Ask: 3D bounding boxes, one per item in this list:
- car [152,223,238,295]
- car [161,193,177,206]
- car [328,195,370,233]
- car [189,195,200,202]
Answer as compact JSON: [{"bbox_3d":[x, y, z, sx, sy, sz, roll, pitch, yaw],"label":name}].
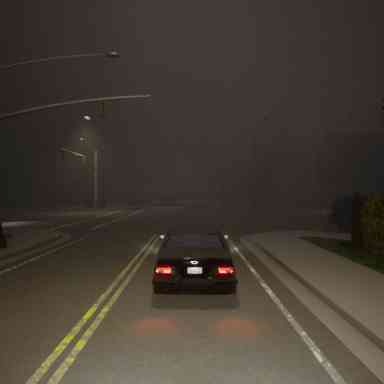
[{"bbox_3d":[0.060,1.547,8.872,2.033,1.411,5.357,0,0,0],"label":"car"},{"bbox_3d":[-3.681,1.218,53.907,2.150,2.045,5.566,0,0,0],"label":"car"},{"bbox_3d":[10.275,1.214,17.886,5.566,2.045,2.150,0,0,42],"label":"car"},{"bbox_3d":[0.611,1.520,78.885,1.812,1.442,4.674,0,0,12],"label":"car"}]
